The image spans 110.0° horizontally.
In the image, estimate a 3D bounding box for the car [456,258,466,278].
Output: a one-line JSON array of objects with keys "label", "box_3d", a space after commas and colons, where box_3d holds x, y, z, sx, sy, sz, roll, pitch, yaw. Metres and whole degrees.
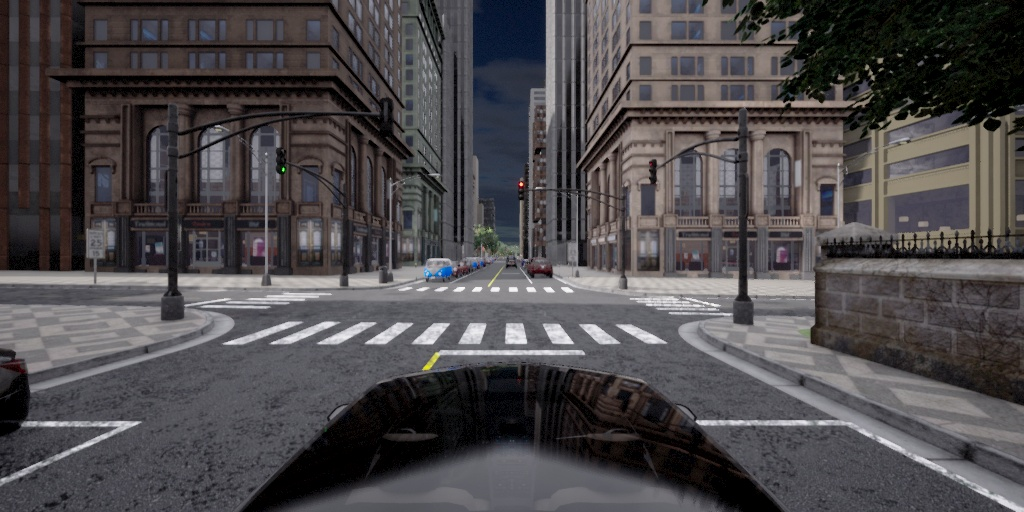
[{"label": "car", "box_3d": [-5.827, 1.203, 33.924, 1.967, 1.591, 4.097, 0, 0, 0]}]

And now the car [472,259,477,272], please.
[{"label": "car", "box_3d": [-5.849, 1.342, 44.806, 1.948, 1.339, 4.313, 0, 0, 0]}]

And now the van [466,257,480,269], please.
[{"label": "van", "box_3d": [-5.860, 1.124, 50.248, 1.690, 1.789, 3.998, 0, 0, 0]}]

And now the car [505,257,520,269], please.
[{"label": "car", "box_3d": [-0.063, 1.300, 59.140, 1.837, 1.490, 4.892, 0, 0, 1]}]

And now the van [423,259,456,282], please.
[{"label": "van", "box_3d": [-5.816, 1.099, 28.484, 1.690, 1.789, 3.998, 0, 0, 0]}]

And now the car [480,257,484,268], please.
[{"label": "car", "box_3d": [-5.870, 1.336, 55.689, 1.888, 1.381, 4.507, 0, 0, 0]}]

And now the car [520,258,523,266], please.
[{"label": "car", "box_3d": [2.655, 1.341, 55.713, 2.007, 1.370, 4.403, 0, 0, 0]}]

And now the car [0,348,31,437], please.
[{"label": "car", "box_3d": [-5.763, 1.316, 1.827, 1.948, 1.339, 4.313, 0, 0, 0]}]

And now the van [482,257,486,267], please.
[{"label": "van", "box_3d": [-5.881, 1.139, 61.130, 1.690, 1.789, 3.998, 0, 0, 0]}]

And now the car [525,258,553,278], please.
[{"label": "car", "box_3d": [2.698, 1.078, 33.950, 2.192, 1.841, 5.009, 0, 0, 0]}]

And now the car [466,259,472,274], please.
[{"label": "car", "box_3d": [-5.838, 1.314, 39.365, 1.888, 1.381, 4.507, 0, 0, 0]}]

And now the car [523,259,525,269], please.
[{"label": "car", "box_3d": [2.688, 1.084, 39.391, 2.192, 1.841, 5.009, 0, 0, 0]}]
